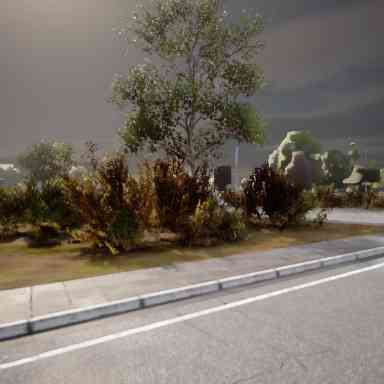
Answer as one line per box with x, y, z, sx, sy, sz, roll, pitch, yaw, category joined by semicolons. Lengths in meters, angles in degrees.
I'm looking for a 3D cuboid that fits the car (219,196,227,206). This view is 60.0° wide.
2.975;1.730;53.569;5.566;2.045;2.150;-2;-1;42;car
